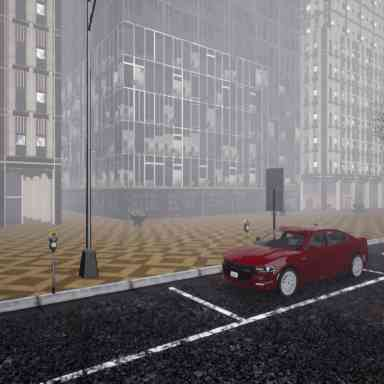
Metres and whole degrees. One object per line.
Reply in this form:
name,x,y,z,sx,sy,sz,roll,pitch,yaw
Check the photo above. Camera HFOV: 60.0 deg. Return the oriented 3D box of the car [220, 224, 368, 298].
car,2.743,1.545,8.529,4.507,1.381,1.887,0,0,-36
